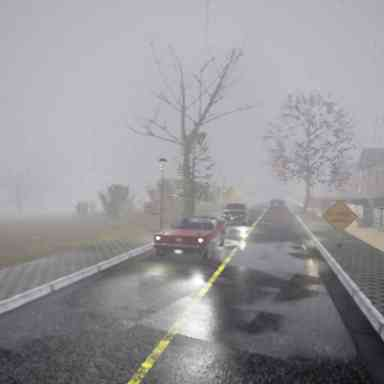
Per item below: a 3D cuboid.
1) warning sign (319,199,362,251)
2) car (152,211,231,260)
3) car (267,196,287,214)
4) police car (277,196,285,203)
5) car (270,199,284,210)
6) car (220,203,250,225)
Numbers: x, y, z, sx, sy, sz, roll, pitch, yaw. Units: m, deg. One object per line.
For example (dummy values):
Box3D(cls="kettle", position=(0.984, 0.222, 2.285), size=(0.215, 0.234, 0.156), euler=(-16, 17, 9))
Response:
Box3D(cls="warning sign", position=(5.655, 1.209, 12.757), size=(1.300, 1.860, 1.060), euler=(1, 0, 15))
Box3D(cls="car", position=(0.114, 1.617, 12.813), size=(1.895, 1.301, 4.718), euler=(1, 0, 15))
Box3D(cls="car", position=(9.824, 1.553, 38.458), size=(2.097, 1.767, 4.553), euler=(1, 0, 15))
Box3D(cls="police car", position=(23.383, 1.953, 87.824), size=(1.930, 1.638, 5.238), euler=(1, 0, 15))
Box3D(cls="car", position=(12.344, 1.784, 48.223), size=(1.812, 1.442, 4.674), euler=(1, 0, 14))
Box3D(cls="car", position=(3.366, 1.587, 25.301), size=(1.837, 1.490, 4.892), euler=(1, 0, 15))
